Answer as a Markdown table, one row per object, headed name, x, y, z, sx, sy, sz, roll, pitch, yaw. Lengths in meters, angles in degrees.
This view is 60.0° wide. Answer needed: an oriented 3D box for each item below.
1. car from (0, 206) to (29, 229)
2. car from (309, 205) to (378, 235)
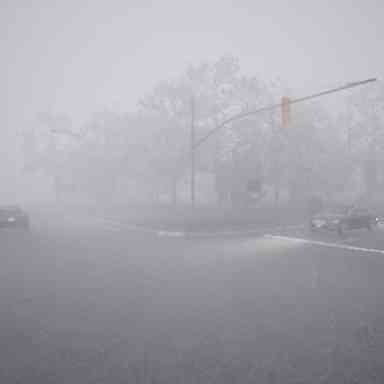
| name | x | y | z | sx | sy | sz | roll | pitch | yaw |
| --- | --- | --- | --- | --- | --- | --- | --- | --- | --- |
| car | -11.502 | 1.565 | 20.973 | 1.994 | 1.385 | 4.181 | 0 | 0 | -31 |
| car | 8.568 | 1.491 | 18.683 | 4.902 | 1.511 | 2.128 | 0 | 0 | -35 |
